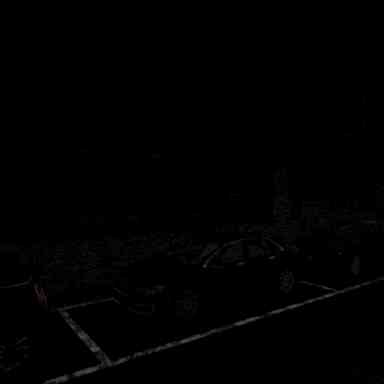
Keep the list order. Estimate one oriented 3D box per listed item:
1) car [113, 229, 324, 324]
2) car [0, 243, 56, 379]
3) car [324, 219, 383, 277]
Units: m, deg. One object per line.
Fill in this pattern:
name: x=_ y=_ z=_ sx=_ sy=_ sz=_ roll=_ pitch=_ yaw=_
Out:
car: x=0.533 y=1.548 z=7.029 sx=4.403 sy=1.369 sz=2.008 roll=0 pitch=0 yaw=-35
car: x=-3.911 y=1.441 z=3.861 sx=4.097 sy=1.590 sz=1.967 roll=0 pitch=0 yaw=-35
car: x=4.976 y=1.539 z=10.196 sx=4.507 sy=1.381 sz=1.887 roll=0 pitch=0 yaw=-35
